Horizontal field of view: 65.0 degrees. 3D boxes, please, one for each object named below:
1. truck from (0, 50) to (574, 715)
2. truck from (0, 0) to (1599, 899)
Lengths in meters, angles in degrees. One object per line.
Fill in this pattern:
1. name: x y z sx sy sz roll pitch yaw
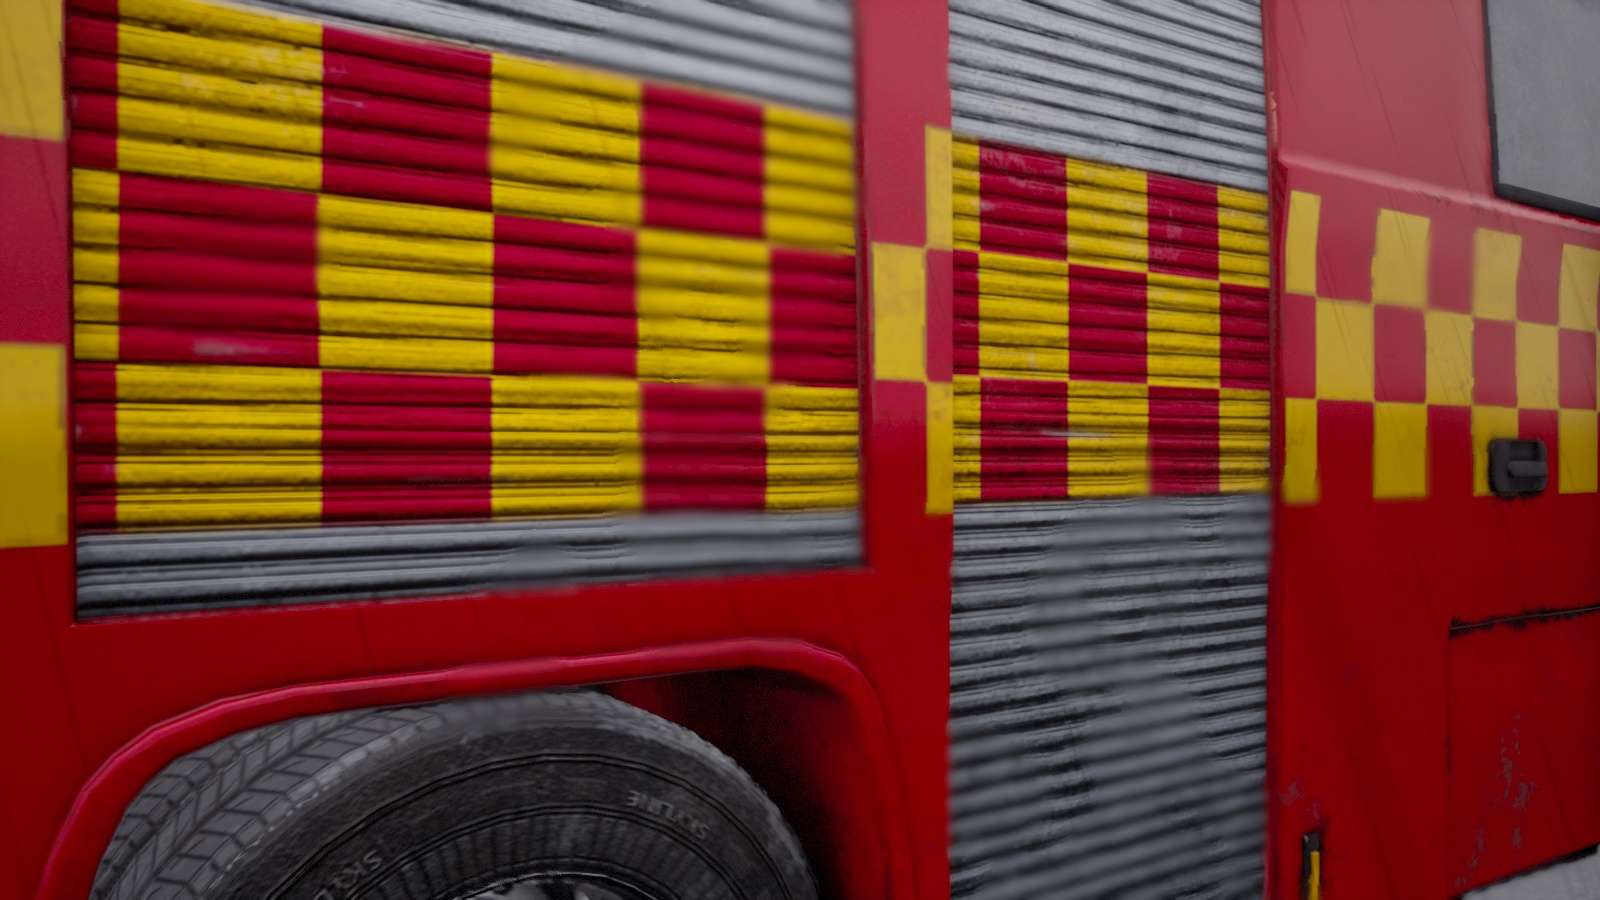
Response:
1. truck: -5.971 -0.387 8.036 8.468 3.827 2.891 0 0 -35
2. truck: 1.041 -0.411 4.388 8.468 3.827 2.891 0 0 -35
